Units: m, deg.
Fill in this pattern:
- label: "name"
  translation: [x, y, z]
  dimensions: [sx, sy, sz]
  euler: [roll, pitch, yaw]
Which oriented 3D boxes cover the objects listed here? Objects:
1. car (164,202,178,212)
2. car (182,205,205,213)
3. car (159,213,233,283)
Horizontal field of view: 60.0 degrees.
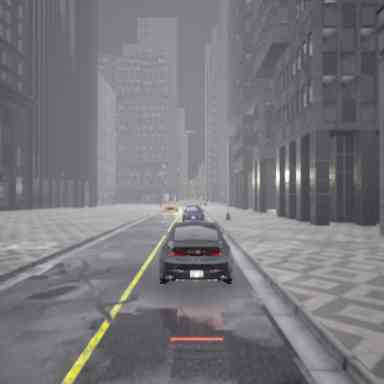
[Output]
- label: "car"
  translation: [-3.022, 2.185, 49.099]
  dimensions: [1.882, 1.535, 5.008]
  euler: [0, -2, 0]
- label: "car"
  translation: [0.103, 1.862, 28.297]
  dimensions: [1.812, 1.442, 4.674]
  euler: [0, -1, 0]
- label: "car"
  translation: [0.101, 1.615, 9.948]
  dimensions: [1.837, 1.490, 4.892]
  euler: [0, 0, 0]
